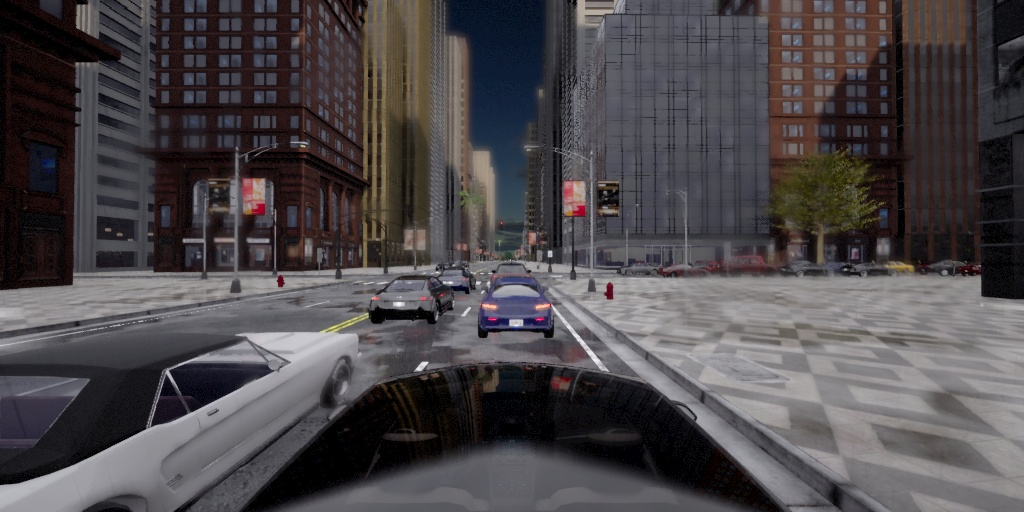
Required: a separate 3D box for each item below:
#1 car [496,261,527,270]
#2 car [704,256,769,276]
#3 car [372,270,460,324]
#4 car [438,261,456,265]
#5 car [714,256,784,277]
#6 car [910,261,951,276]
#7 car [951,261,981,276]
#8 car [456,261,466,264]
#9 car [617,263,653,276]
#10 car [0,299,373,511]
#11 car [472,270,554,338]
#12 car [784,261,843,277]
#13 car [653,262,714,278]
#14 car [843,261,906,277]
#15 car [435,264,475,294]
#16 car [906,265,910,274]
[{"bbox_3d":[-0.025,1.134,19.048,2.097,1.767,4.553,0,0,0],"label":"car"},{"bbox_3d":[23.757,1.006,38.025,5.566,2.045,2.150,0,-1,-1],"label":"car"},{"bbox_3d":[-3.166,1.326,12.051,1.994,1.385,4.181,0,0,0],"label":"car"},{"bbox_3d":[-9.914,1.542,52.783,1.994,1.385,4.181,0,0,0],"label":"car"},{"bbox_3d":[20.912,1.039,32.194,5.009,1.841,2.192,0,0,-1],"label":"car"},{"bbox_3d":[42.752,1.204,35.190,4.892,1.490,1.837,0,-1,-1],"label":"car"},{"bbox_3d":[43.462,1.212,32.577,4.507,1.381,1.888,0,0,-1],"label":"car"},{"bbox_3d":[-9.905,1.542,63.068,2.128,1.511,4.902,0,0,0],"label":"car"},{"bbox_3d":[13.233,1.383,37.841,4.181,1.385,1.994,0,-1,-1],"label":"car"},{"bbox_3d":[-3.156,1.351,3.228,1.895,1.301,4.718,0,0,0],"label":"car"},{"bbox_3d":[0.093,1.284,10.062,1.812,1.442,4.674,0,0,0],"label":"car"},{"bbox_3d":[26.549,1.274,32.290,4.313,1.339,1.948,0,0,-1],"label":"car"},{"bbox_3d":[15.273,1.325,32.099,4.207,1.307,1.802,0,0,-1],"label":"car"},{"bbox_3d":[32.186,1.258,32.385,4.313,1.339,1.948,0,0,-1],"label":"car"},{"bbox_3d":[-3.177,1.352,20.439,1.994,1.385,4.181,0,0,0],"label":"car"},{"bbox_3d":[43.153,1.293,41.097,4.829,1.417,1.751,0,0,-1],"label":"car"}]
